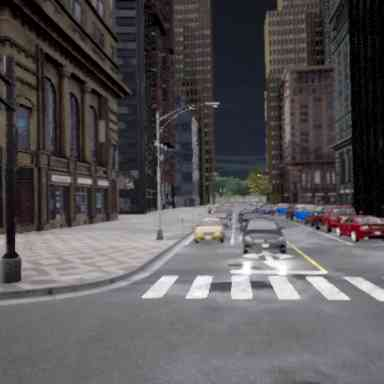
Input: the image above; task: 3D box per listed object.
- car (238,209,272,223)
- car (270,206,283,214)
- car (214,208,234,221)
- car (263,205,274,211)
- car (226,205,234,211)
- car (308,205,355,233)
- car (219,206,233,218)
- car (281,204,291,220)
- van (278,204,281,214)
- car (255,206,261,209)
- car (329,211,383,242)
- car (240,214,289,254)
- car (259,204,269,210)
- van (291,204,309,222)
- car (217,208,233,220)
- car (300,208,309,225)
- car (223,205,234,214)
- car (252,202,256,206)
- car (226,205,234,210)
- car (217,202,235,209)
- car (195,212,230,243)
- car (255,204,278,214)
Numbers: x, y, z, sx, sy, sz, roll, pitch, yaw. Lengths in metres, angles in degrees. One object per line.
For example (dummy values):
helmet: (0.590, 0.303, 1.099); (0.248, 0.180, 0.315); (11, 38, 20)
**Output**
car: (4.621, 2.289, 25.633); (2.033, 1.411, 5.357); (-1, -2, 7)
car: (14.923, 3.126, 58.798); (1.802, 1.307, 4.206); (-2, -2, 8)
car: (2.478, 2.456, 29.783); (2.008, 1.369, 4.403); (-2, -2, 8)
car: (16.973, 3.529, 74.265); (1.947, 1.339, 4.313); (-2, -2, 8)
car: (9.114, 3.814, 79.844); (1.887, 1.381, 4.507); (-2, -2, 8)
car: (10.311, 1.905, 24.021); (2.192, 1.841, 5.009); (-2, -2, 8)
car: (5.042, 2.877, 49.155); (1.967, 1.590, 4.097); (-2, -2, 8)
car: (12.334, 2.321, 39.143); (2.192, 1.841, 5.009); (-2, -2, 8)
van: (13.683, 2.623, 49.224); (1.690, 1.788, 3.998); (-2, -2, 8)
car: (6.028, 2.579, 36.169); (2.033, 1.411, 5.357); (-1, -2, 8)
car: (9.644, 1.995, 18.973); (1.887, 1.381, 4.507); (-2, -2, 8)
car: (3.354, 1.999, 15.961); (1.812, 1.442, 4.674); (-1, -2, 9)
car: (18.339, 3.788, 84.577); (2.008, 1.369, 4.403); (-2, -2, 8)
van: (11.660, 2.209, 34.102); (1.690, 1.788, 3.998); (-2, -2, 8)
car: (4.403, 2.849, 44.310); (1.887, 1.381, 4.507); (-2, -2, 8)
car: (10.994, 2.310, 29.054); (1.802, 1.307, 4.206); (-2, -2, 8)
car: (6.991, 3.279, 63.858); (1.967, 1.590, 4.097); (-2, -2, 8)
car: (12.307, 3.085, 59.313); (1.882, 1.535, 5.008); (-1, -2, 8)
car: (9.821, 3.992, 85.172); (1.802, 1.307, 4.206); (-2, -2, 8)
car: (3.754, 2.487, 39.475); (2.192, 1.841, 5.009); (-2, -2, 8)
car: (1.171, 2.158, 19.932); (1.752, 1.417, 4.829); (-2, -2, 8)
car: (11.017, 2.693, 49.578); (2.097, 1.767, 4.553); (-1, -2, 7)
